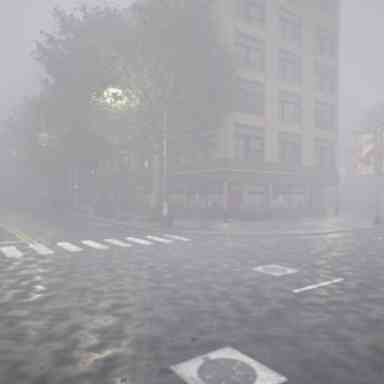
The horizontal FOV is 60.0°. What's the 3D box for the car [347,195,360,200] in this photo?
[{"bbox_3d":[39.240,2.091,84.170,2.002,1.452,4.674,1,0,-36],"label":"car"}]
